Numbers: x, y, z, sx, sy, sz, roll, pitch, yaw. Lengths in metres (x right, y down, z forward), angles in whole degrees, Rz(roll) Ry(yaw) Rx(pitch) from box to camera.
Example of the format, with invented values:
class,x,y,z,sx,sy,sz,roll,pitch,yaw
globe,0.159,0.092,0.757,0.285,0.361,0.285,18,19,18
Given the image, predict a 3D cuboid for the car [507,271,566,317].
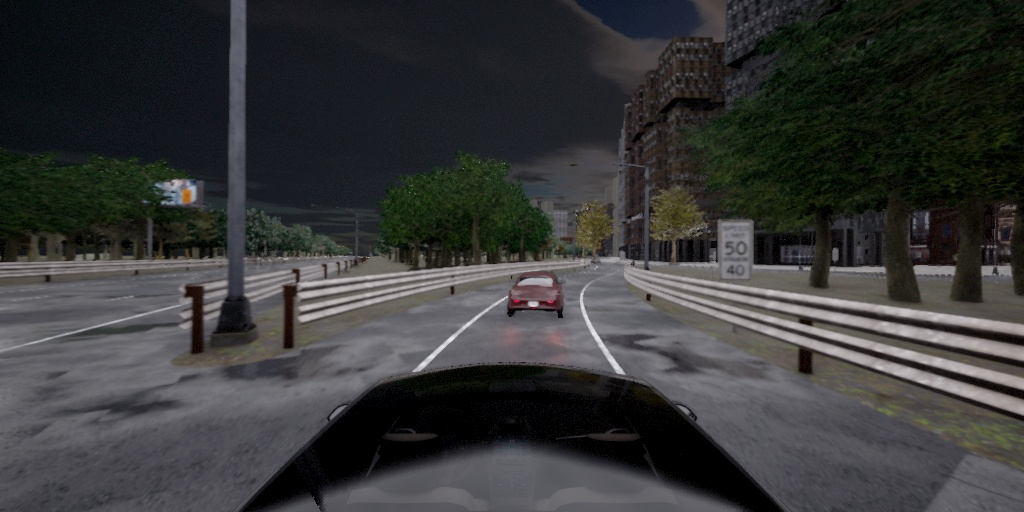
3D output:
class,x,y,z,sx,sy,sz,roll,pitch,yaw
car,0.963,1.286,13.108,1.812,1.442,4.674,0,0,8
